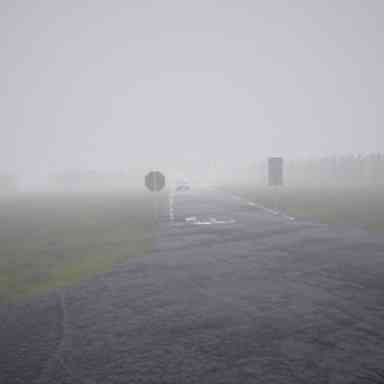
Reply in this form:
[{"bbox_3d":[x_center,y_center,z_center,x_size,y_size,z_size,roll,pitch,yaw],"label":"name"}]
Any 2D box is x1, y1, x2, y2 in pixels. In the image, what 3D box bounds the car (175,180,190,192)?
[{"bbox_3d":[-1.216,-0.823,42.706,2.033,1.411,5.357,-2,3,-3],"label":"car"}]
